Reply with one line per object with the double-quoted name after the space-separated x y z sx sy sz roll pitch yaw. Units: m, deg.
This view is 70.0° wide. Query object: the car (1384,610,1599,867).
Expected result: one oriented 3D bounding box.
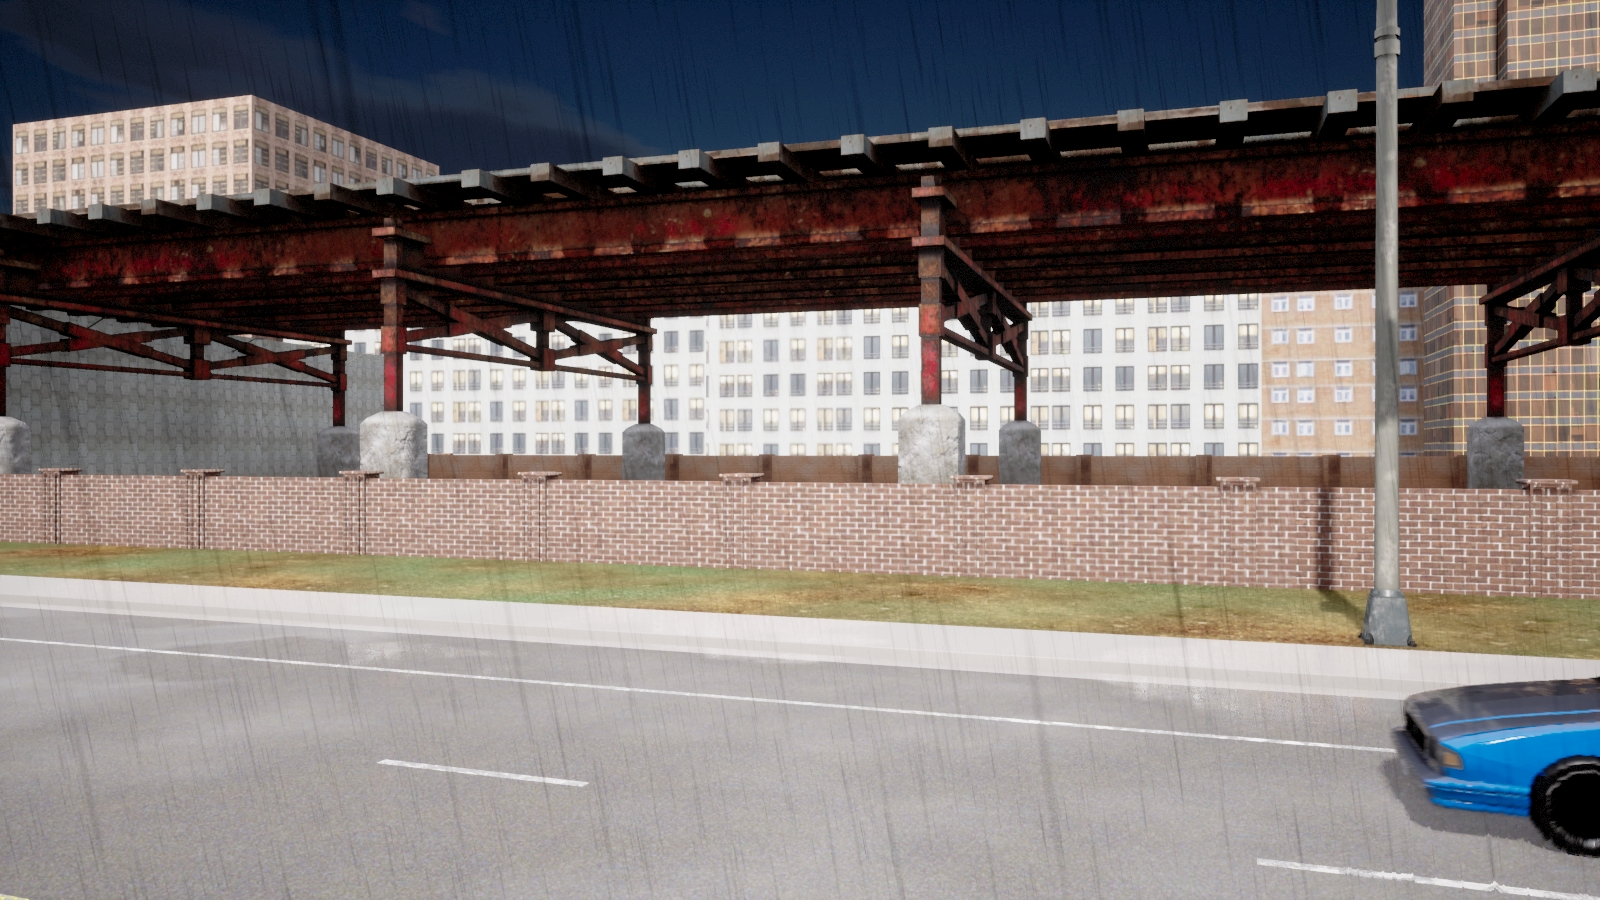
7.269 2.106 8.104 5.357 1.411 2.033 0 0 20 "car"
